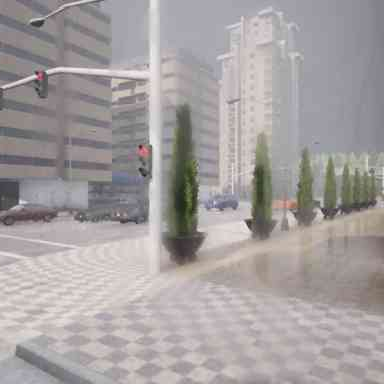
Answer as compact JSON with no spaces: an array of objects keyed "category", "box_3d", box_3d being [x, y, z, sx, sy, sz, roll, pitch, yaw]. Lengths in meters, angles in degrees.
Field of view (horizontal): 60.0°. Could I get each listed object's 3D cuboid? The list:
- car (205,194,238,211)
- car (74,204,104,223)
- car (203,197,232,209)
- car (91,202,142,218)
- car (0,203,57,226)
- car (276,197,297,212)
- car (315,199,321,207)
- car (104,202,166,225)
[{"category":"car","box_3d":[3.806,1.277,41.774,2.150,2.045,5.566,0,0,35]},{"category":"car","box_3d":[-7.047,1.619,26.072,1.994,1.385,4.181,0,0,35]},{"category":"car","box_3d":[3.720,1.560,47.781,1.837,1.490,4.892,0,0,35]},{"category":"car","box_3d":[-7.167,1.656,32.060,1.895,1.301,4.718,0,0,35]},{"category":"car","box_3d":[-12.318,1.581,24.559,1.812,1.442,4.674,0,0,35]},{"category":"car","box_3d":[11.912,1.408,40.873,2.097,1.767,4.553,0,0,35]},{"category":"car","box_3d":[17.529,1.533,49.049,1.882,1.535,5.008,0,0,35]},{"category":"car","box_3d":[-3.574,1.603,24.591,2.033,1.411,5.357,0,0,35]}]
